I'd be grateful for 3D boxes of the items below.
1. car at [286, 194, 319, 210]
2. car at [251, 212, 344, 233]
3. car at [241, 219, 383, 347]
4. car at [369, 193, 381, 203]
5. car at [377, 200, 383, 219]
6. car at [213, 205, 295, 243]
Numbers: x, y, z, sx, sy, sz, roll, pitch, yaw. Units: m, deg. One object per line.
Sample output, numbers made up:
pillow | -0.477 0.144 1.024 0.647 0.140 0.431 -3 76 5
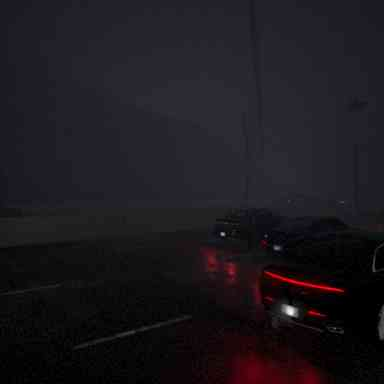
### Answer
car | 15.342 1.274 46.016 2.150 2.045 5.566 0 0 43
car | 4.411 1.539 11.657 4.674 1.442 1.812 0 0 -38
car | 3.372 1.512 6.410 4.892 1.490 1.837 0 0 -37
car | 41.208 1.305 74.850 2.150 2.045 5.566 0 0 32
car | 16.964 1.555 27.357 4.674 1.442 1.812 0 0 -44
car | 3.144 1.508 15.126 4.902 1.511 2.128 0 0 -39
